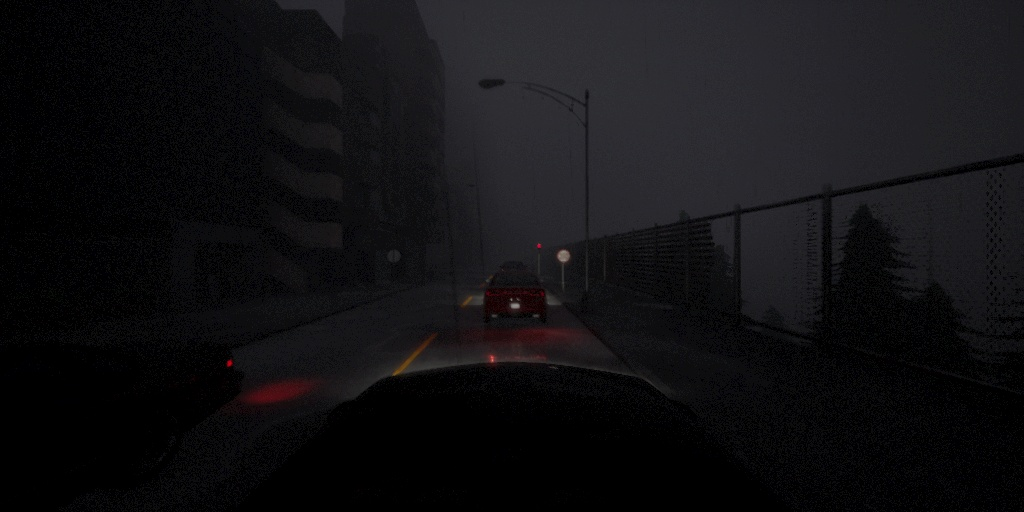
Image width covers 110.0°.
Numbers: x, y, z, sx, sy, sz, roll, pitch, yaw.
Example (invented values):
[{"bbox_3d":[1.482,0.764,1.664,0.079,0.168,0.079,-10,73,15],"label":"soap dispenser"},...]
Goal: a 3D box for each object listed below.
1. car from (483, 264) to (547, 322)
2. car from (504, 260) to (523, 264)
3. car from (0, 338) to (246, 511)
[{"bbox_3d":[0.097,1.215,12.288,1.882,1.535,5.008,0,0,0],"label":"car"},{"bbox_3d":[0.100,1.075,26.590,2.097,1.767,4.553,0,0,0],"label":"car"},{"bbox_3d":[-4.100,1.297,1.864,2.033,1.411,5.357,0,0,0],"label":"car"}]
